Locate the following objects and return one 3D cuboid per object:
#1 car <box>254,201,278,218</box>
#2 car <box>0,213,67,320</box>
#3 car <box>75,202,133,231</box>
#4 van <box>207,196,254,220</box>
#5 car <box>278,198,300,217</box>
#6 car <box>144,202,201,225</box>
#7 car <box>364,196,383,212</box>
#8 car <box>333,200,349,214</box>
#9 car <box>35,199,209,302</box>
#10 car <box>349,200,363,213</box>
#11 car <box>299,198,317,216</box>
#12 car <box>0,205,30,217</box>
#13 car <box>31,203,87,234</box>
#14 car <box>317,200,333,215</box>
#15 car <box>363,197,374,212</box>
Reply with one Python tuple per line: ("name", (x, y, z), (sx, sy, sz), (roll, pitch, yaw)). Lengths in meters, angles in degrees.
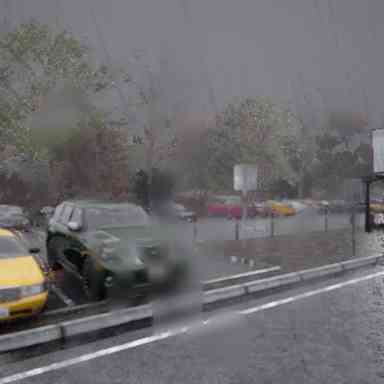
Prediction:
("car", (5.166, 1.610, 30.390), (2.002, 1.452, 4.674), (0, 0, -36))
("car", (-4.488, 1.488, 7.174), (1.946, 1.575, 5.366), (0, 0, -36))
("car", (-6.012, 1.516, 22.166), (1.946, 1.575, 5.366), (0, 0, -36))
("van", (2.841, 1.334, 28.873), (1.878, 1.987, 4.442), (0, 0, -36))
("car", (7.426, 1.581, 32.004), (2.097, 1.535, 5.008), (0, 0, -36))
("car", (-1.589, 1.569, 25.524), (2.163, 1.488, 4.792), (0, 0, -36))
("car", (21.073, 1.647, 41.547), (1.946, 1.575, 5.366), (0, 0, -36))
("car", (14.192, 1.614, 36.859), (2.097, 1.535, 5.008), (0, 0, -36))
("car", (-2.298, 1.250, 8.934), (2.435, 2.045, 5.566), (0, 0, -36))
("car", (16.455, 1.627, 38.464), (2.231, 1.521, 4.892), (0, 0, -36))
("car", (9.682, 1.632, 33.622), (2.002, 1.452, 4.674), (0, 0, -36))
("car", (-10.638, 1.500, 19.092), (2.231, 1.521, 4.892), (0, 0, -36))
("car", (-8.395, 1.538, 20.726), (2.163, 1.488, 4.792), (0, 0, -36))
("car", (11.920, 1.477, 35.265), (2.185, 1.767, 4.553), (0, 0, -36))
("car", (18.691, 1.667, 40.107), (2.163, 1.488, 4.792), (0, 0, -36))
